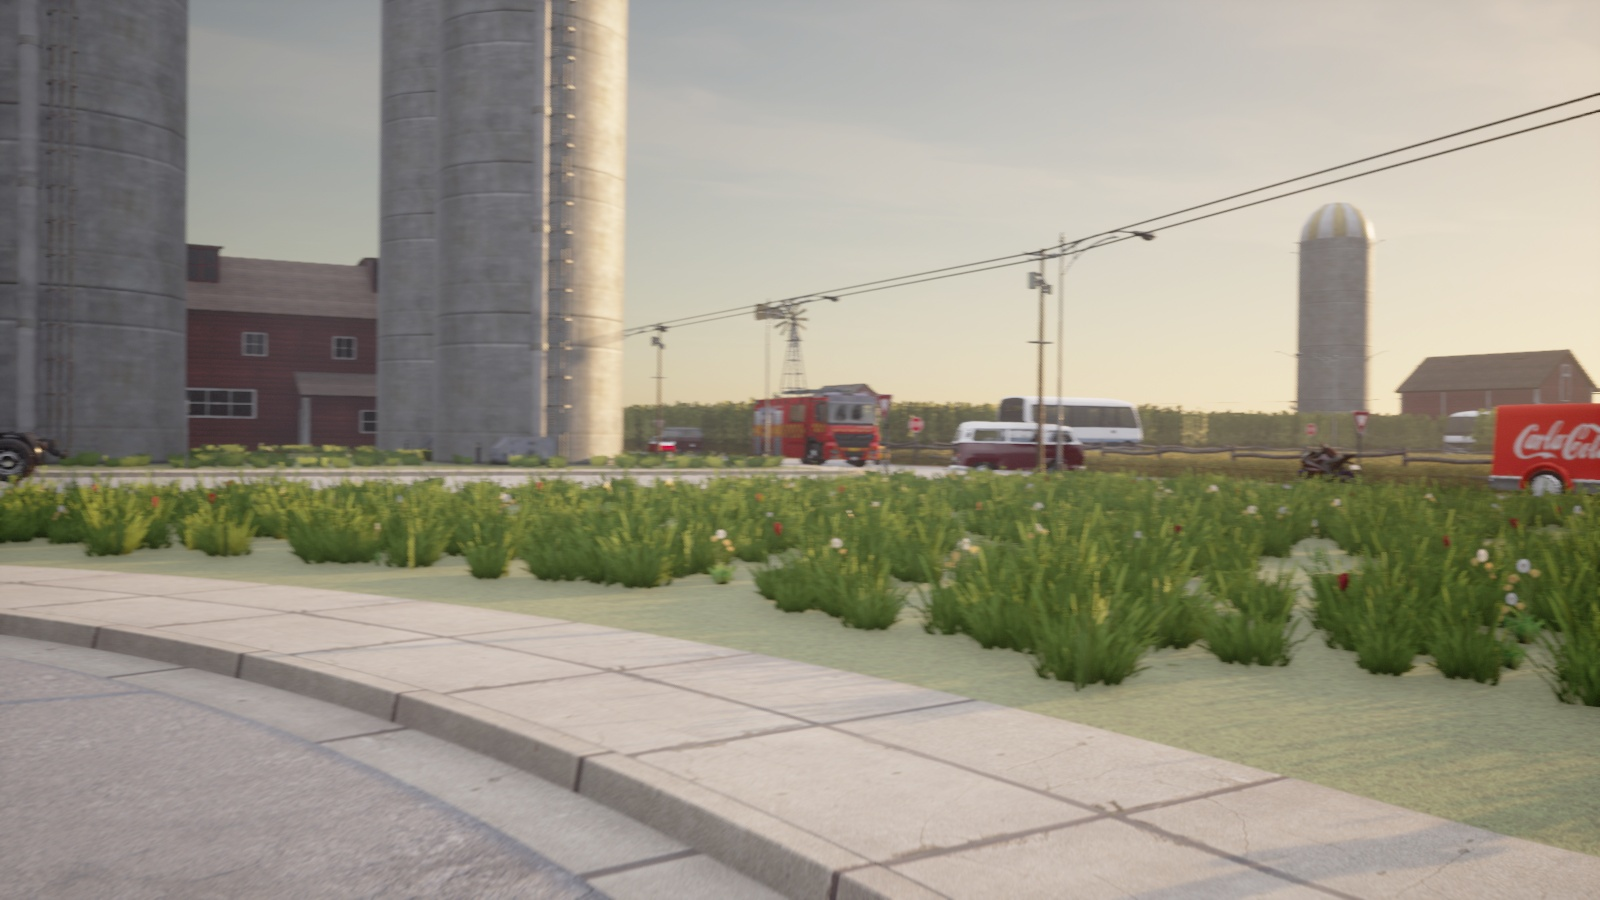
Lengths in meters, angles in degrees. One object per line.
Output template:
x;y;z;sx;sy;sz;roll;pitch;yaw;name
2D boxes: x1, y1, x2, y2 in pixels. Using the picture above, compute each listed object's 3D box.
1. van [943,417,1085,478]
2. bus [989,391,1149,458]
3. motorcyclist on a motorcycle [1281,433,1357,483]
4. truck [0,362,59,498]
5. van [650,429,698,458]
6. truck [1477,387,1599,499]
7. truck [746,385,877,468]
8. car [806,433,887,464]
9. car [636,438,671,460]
7.282;-0.068;43.114;4.480;2.038;2.069;0;-1;-1;van
17.928;-1.687;83.460;10.273;4.253;3.944;-1;1;-28;bus
16.418;0.236;39.777;0.866;1.530;2.191;-1;1;-28;motorcyclist on a motorcycle
-23.464;-0.489;31.829;7.936;3.462;2.891;-1;1;-29;truck
-8.759;-0.451;87.029;1.775;1.987;4.442;-1;1;-28;van
18.566;-0.168;28.341;2.627;2.467;5.204;-1;1;-28;truck
0.427;-1.138;62.385;2.891;3.827;8.468;-1;1;-27;truck
2.381;-0.087;66.122;1.801;1.575;5.366;-1;1;-28;car
-9.447;-0.077;80.885;1.481;1.376;2.207;-1;0;-28;car
